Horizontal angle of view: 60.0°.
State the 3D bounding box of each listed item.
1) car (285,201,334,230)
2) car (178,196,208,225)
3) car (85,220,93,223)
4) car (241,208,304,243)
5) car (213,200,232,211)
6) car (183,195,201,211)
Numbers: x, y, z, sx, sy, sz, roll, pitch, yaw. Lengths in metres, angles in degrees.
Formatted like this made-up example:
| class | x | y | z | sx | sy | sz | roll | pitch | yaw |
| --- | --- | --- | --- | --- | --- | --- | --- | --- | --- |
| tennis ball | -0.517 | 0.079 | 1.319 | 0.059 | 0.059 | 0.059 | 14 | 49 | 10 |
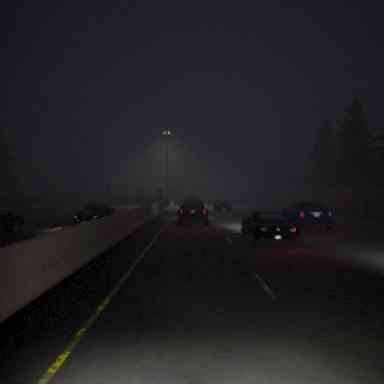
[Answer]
| class | x | y | z | sx | sy | sz | roll | pitch | yaw |
| --- | --- | --- | --- | --- | --- | --- | --- | --- | --- |
| car | 7.067 | 1.335 | 20.974 | 2.097 | 1.767 | 4.553 | 0 | 0 | 0 |
| car | 0.063 | 1.333 | 24.234 | 2.097 | 1.767 | 4.553 | 0 | 0 | 0 |
| car | -7.039 | 1.557 | 24.551 | 2.033 | 1.411 | 5.357 | 0 | 0 | 0 |
| car | 3.574 | 1.587 | 16.059 | 1.895 | 1.301 | 4.718 | 0 | 0 | 0 |
| car | 3.536 | 1.568 | 39.183 | 1.895 | 1.301 | 4.718 | 0 | 0 | 0 |
| car | 0.025 | 1.316 | 40.962 | 2.097 | 1.767 | 4.553 | 0 | 0 | 0 |
